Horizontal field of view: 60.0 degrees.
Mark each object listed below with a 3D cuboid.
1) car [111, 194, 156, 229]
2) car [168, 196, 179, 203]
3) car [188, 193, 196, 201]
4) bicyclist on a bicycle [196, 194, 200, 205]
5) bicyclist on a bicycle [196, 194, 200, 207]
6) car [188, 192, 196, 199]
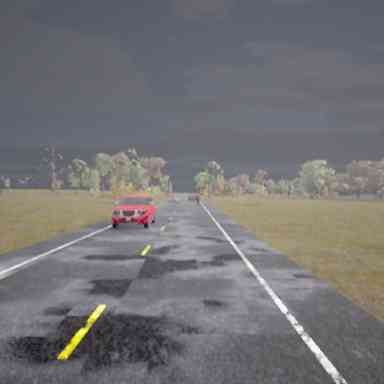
[{"bbox_3d":[-3.599,1.170,21.510,2.150,2.045,5.566,0,0,0],"label":"car"},{"bbox_3d":[-3.510,1.441,63.491,1.895,1.301,4.718,0,0,0],"label":"car"},{"bbox_3d":[0.007,1.315,76.674,2.128,1.511,4.902,0,0,0],"label":"car"},{"bbox_3d":[0.968,1.228,57.161,0.659,1.776,1.843,0,0,0],"label":"bicyclist on a bicycle"},{"bbox_3d":[0.967,1.336,47.769,0.582,1.620,1.656,0,0,0],"label":"bicyclist on a bicycle"},{"bbox_3d":[0.009,0.974,89.351,2.097,1.767,4.553,0,0,0],"label":"car"}]
